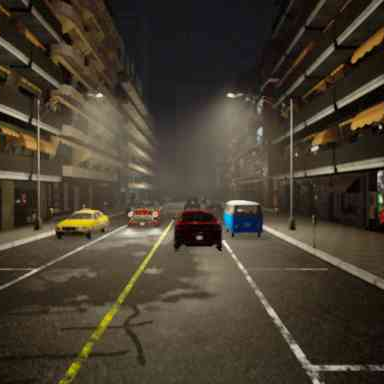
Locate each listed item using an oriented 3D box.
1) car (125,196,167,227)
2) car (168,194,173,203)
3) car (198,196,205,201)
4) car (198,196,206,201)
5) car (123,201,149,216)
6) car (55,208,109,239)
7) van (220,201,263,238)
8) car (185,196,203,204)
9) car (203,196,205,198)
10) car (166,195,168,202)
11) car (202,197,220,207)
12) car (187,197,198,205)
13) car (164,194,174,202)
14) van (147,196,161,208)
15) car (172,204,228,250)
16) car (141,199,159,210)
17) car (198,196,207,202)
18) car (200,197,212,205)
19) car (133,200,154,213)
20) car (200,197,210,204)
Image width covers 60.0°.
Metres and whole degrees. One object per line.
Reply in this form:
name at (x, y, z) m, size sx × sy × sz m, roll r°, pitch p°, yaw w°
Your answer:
car at (-3.116, 1.411, 23.050) m, size 2.097 × 1.767 × 4.553 m, roll 0°, pitch 0°, yaw 0°
car at (-5.747, 1.766, 73.130) m, size 1.947 × 1.339 × 4.313 m, roll -1°, pitch 0°, yaw 0°
car at (2.619, 1.794, 95.385) m, size 1.752 × 1.417 × 4.829 m, roll -1°, pitch 0°, yaw 0°
car at (2.623, 1.802, 89.691) m, size 2.008 × 1.369 × 4.403 m, roll -1°, pitch 0°, yaw 0°
car at (-5.721, 1.655, 34.465) m, size 1.947 × 1.339 × 4.313 m, roll 0°, pitch 0°, yaw 0°
car at (-5.711, 1.571, 17.725) m, size 1.752 × 1.417 × 4.829 m, roll 0°, pitch 0°, yaw 0°
van at (2.669, 1.386, 17.889) m, size 1.690 × 1.788 × 3.998 m, roll -1°, pitch 0°, yaw 0°
car at (0.071, 1.471, 45.256) m, size 2.097 × 1.767 × 4.553 m, roll 0°, pitch 0°, yaw 0°
car at (2.652, 1.670, 45.504) m, size 2.008 × 1.369 × 4.403 m, roll -1°, pitch 0°, yaw 0°
car at (-5.737, 1.591, 56.560) m, size 1.967 × 1.590 × 4.097 m, roll -1°, pitch 0°, yaw 0°
car at (2.656, 1.655, 39.981) m, size 2.008 × 1.369 × 4.403 m, roll -1°, pitch 0°, yaw 0°
car at (0.060, 1.733, 62.985) m, size 1.994 × 1.385 × 4.181 m, roll 0°, pitch 0°, yaw 0°
car at (-5.757, 1.549, 84.177) m, size 2.192 × 1.841 × 5.009 m, roll -1°, pitch 0°, yaw 0°
van at (-5.734, 1.476, 51.037) m, size 1.690 × 1.788 × 3.998 m, roll -1°, pitch 0°, yaw 0°
car at (0.176, 1.514, 14.536) m, size 1.882 × 1.535 × 5.008 m, roll 0°, pitch 0°, yaw -2°
car at (-5.729, 1.664, 45.513) m, size 1.887 × 1.381 × 4.507 m, roll -1°, pitch 0°, yaw 0°
car at (2.627, 1.778, 84.168) m, size 1.887 × 1.381 × 4.507 m, roll -1°, pitch 0°, yaw 0°
car at (2.641, 1.717, 62.075) m, size 2.008 × 1.369 × 4.403 m, roll -1°, pitch 0°, yaw 0°
car at (-5.725, 1.649, 39.989) m, size 1.887 × 1.381 × 4.507 m, roll -1°, pitch 0°, yaw 0°
car at (2.637, 1.709, 67.769) m, size 1.752 × 1.417 × 4.829 m, roll -1°, pitch 0°, yaw 0°
